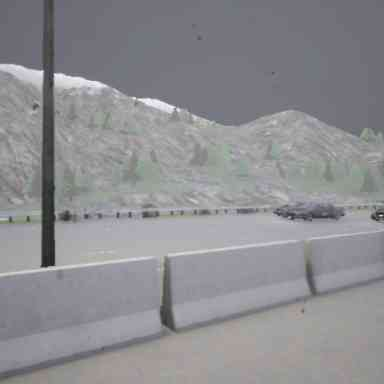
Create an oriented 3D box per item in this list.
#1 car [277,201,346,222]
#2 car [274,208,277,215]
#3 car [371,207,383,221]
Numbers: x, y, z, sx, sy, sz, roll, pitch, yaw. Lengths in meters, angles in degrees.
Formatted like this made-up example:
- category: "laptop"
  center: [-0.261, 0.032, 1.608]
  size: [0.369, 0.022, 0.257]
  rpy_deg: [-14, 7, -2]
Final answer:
- category: "car"
  center: [9.596, 1.515, 25.948]
  size: [5.357, 1.411, 2.033]
  rpy_deg: [0, 0, -28]
- category: "car"
  center: [9.386, 1.525, 29.720]
  size: [4.181, 1.385, 1.994]
  rpy_deg: [0, 0, -27]
- category: "car"
  center: [15.473, 1.544, 24.936]
  size: [4.181, 1.385, 1.994]
  rpy_deg: [0, 0, -26]
